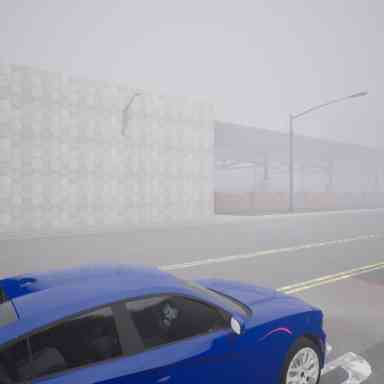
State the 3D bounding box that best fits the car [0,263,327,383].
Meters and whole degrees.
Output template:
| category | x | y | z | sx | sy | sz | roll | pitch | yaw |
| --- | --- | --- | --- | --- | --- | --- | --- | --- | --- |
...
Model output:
| category | x | y | z | sx | sy | sz | roll | pitch | yaw |
| --- | --- | --- | --- | --- | --- | --- | --- | --- | --- |
| car | -0.691 | 1.478 | 3.256 | 5.008 | 1.535 | 1.882 | 0 | 0 | -36 |
